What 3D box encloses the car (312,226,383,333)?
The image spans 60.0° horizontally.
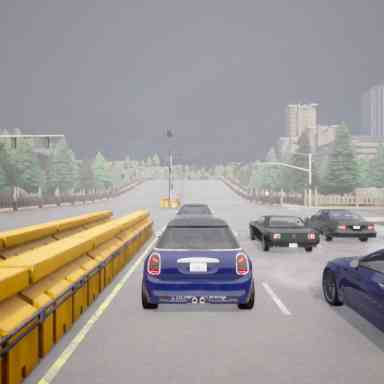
[{"bbox_3d":[3.613,1.526,5.044,1.812,1.442,4.674,0,0,0],"label":"car"}]

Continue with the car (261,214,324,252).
[{"bbox_3d":[3.624,1.601,13.984,1.895,1.301,4.718,0,0,1],"label":"car"}]

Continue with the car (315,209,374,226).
[{"bbox_3d":[7.108,1.547,16.559,2.033,1.411,5.357,0,0,4],"label":"car"}]

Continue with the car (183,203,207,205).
[{"bbox_3d":[0.133,1.352,16.949,2.097,1.767,4.553,0,0,0],"label":"car"}]

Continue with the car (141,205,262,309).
[{"bbox_3d":[0.115,1.352,8.013,2.097,1.767,4.553,0,0,0],"label":"car"}]
